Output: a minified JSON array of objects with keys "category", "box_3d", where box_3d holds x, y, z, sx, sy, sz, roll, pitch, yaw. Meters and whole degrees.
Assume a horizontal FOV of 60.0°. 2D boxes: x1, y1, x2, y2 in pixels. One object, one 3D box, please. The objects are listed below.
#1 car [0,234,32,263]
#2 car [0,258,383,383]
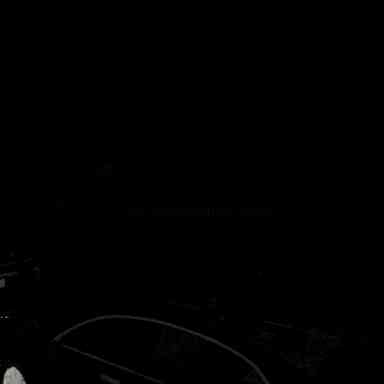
[{"category":"car","box_3d":[-4.562,1.436,6.215,4.097,1.590,1.967,0,0,35]},{"category":"car","box_3d":[-0.119,1.550,3.048,4.403,1.369,2.008,0,0,35]}]
